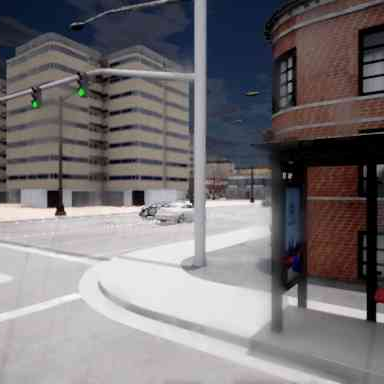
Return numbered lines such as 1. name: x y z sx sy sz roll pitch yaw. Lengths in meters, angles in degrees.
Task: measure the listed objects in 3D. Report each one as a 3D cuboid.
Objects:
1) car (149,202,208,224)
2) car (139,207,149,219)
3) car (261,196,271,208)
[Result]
1. car: -0.678 1.517 24.320 1.812 1.442 4.674 0 0 35
2. car: -2.504 1.527 27.961 1.994 1.385 4.181 0 0 35
3. car: 11.590 1.314 47.632 2.097 1.767 4.553 0 0 36
